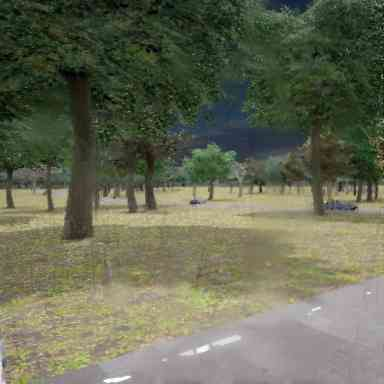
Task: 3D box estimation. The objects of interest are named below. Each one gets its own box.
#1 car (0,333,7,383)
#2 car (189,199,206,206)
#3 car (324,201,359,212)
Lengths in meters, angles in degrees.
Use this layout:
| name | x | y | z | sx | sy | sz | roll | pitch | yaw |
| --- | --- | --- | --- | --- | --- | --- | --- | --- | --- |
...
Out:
| name | x | y | z | sx | sy | sz | roll | pitch | yaw |
| --- | --- | --- | --- | --- | --- | --- | --- | --- | --- |
| car | -3.449 | 1.222 | 0.612 | 5.566 | 2.045 | 2.150 | 0 | 0 | -35 |
| car | 1.234 | 2.304 | 74.711 | 1.837 | 1.490 | 4.892 | 0 | 0 | -35 |
| car | 20.637 | 2.010 | 47.028 | 2.033 | 1.411 | 5.357 | 0 | -1 | -35 |
